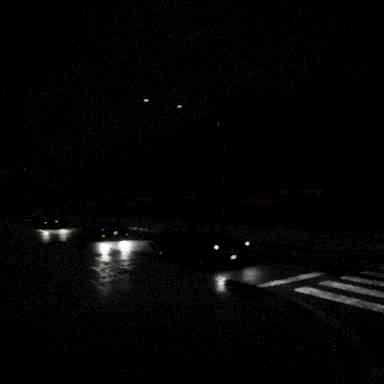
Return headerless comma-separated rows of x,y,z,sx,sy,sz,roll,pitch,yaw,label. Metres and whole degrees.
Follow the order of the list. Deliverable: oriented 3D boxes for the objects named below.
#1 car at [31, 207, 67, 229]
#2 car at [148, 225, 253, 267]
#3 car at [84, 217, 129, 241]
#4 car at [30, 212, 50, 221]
-14.291,2.542,33.393,2.150,2.045,5.566,0,-3,-35,car
0.157,1.993,13.211,1.895,1.301,4.718,0,-2,-36,car
-5.595,2.297,21.273,1.994,1.385,4.181,0,-2,-33,car
-23.401,3.733,51.130,1.994,1.385,4.181,0,-3,-36,car
